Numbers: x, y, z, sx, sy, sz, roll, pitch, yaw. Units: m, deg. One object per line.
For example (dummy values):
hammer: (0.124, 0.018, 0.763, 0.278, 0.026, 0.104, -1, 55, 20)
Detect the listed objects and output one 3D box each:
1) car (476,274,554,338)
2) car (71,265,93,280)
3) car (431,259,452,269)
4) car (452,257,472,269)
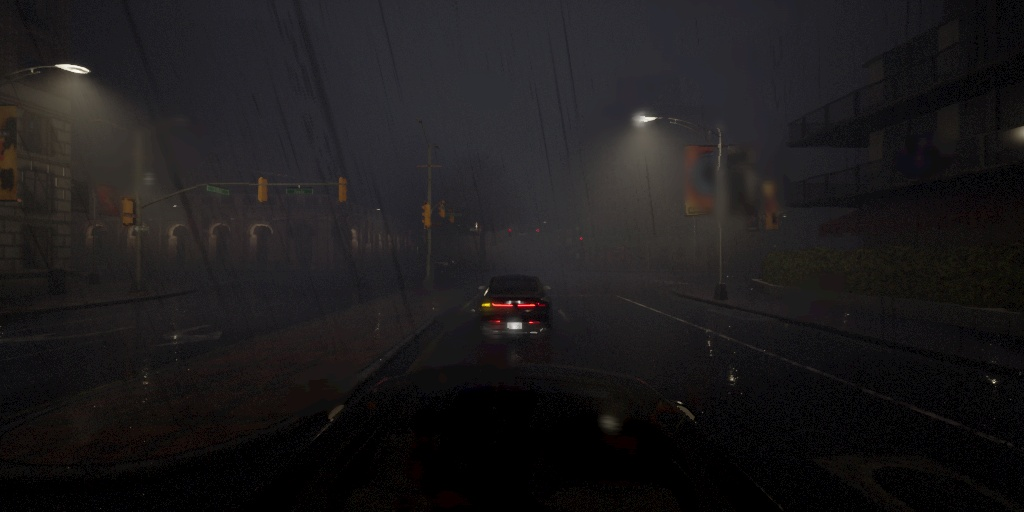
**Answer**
car: (0.077, 1.255, 10.153, 1.837, 1.490, 4.892, 0, 0, 0)
car: (-36.428, 1.242, 28.541, 4.902, 1.511, 2.128, 0, 0, 0)
car: (-11.545, 1.276, 58.574, 1.812, 1.442, 4.674, 0, 0, 0)
car: (-8.054, 1.276, 58.349, 1.812, 1.442, 4.674, 0, 0, 0)
